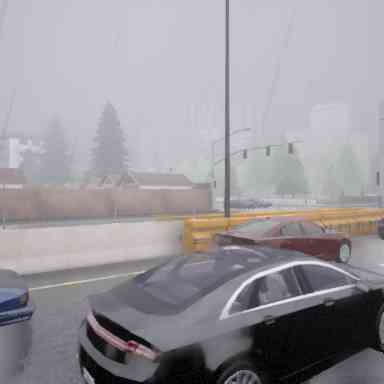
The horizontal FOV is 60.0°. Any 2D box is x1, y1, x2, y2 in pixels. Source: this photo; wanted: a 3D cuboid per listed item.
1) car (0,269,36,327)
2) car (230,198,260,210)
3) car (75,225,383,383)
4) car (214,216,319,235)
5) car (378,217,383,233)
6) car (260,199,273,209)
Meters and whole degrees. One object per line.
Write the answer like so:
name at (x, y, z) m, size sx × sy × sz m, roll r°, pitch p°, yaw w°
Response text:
car at (-5.105, 1.547, 4.398) m, size 5.357 × 1.411 × 2.033 m, roll 0°, pitch 0°, yaw -36°
car at (6.366, 1.563, 43.487) m, size 1.994 × 1.385 × 4.181 m, roll 0°, pitch 0°, yaw -33°
car at (1.016, 1.492, 4.481) m, size 4.902 × 1.511 × 2.128 m, roll 0°, pitch 0°, yaw -36°
car at (2.894, 1.478, 10.129) m, size 5.008 × 1.535 × 1.882 m, roll 0°, pitch 0°, yaw -36°
car at (10.606, 1.505, 15.659) m, size 4.892 × 1.490 × 1.837 m, roll 0°, pitch 0°, yaw -36°
car at (8.741, 1.547, 46.380) m, size 2.033 × 1.411 × 5.357 m, roll 0°, pitch 0°, yaw -34°
